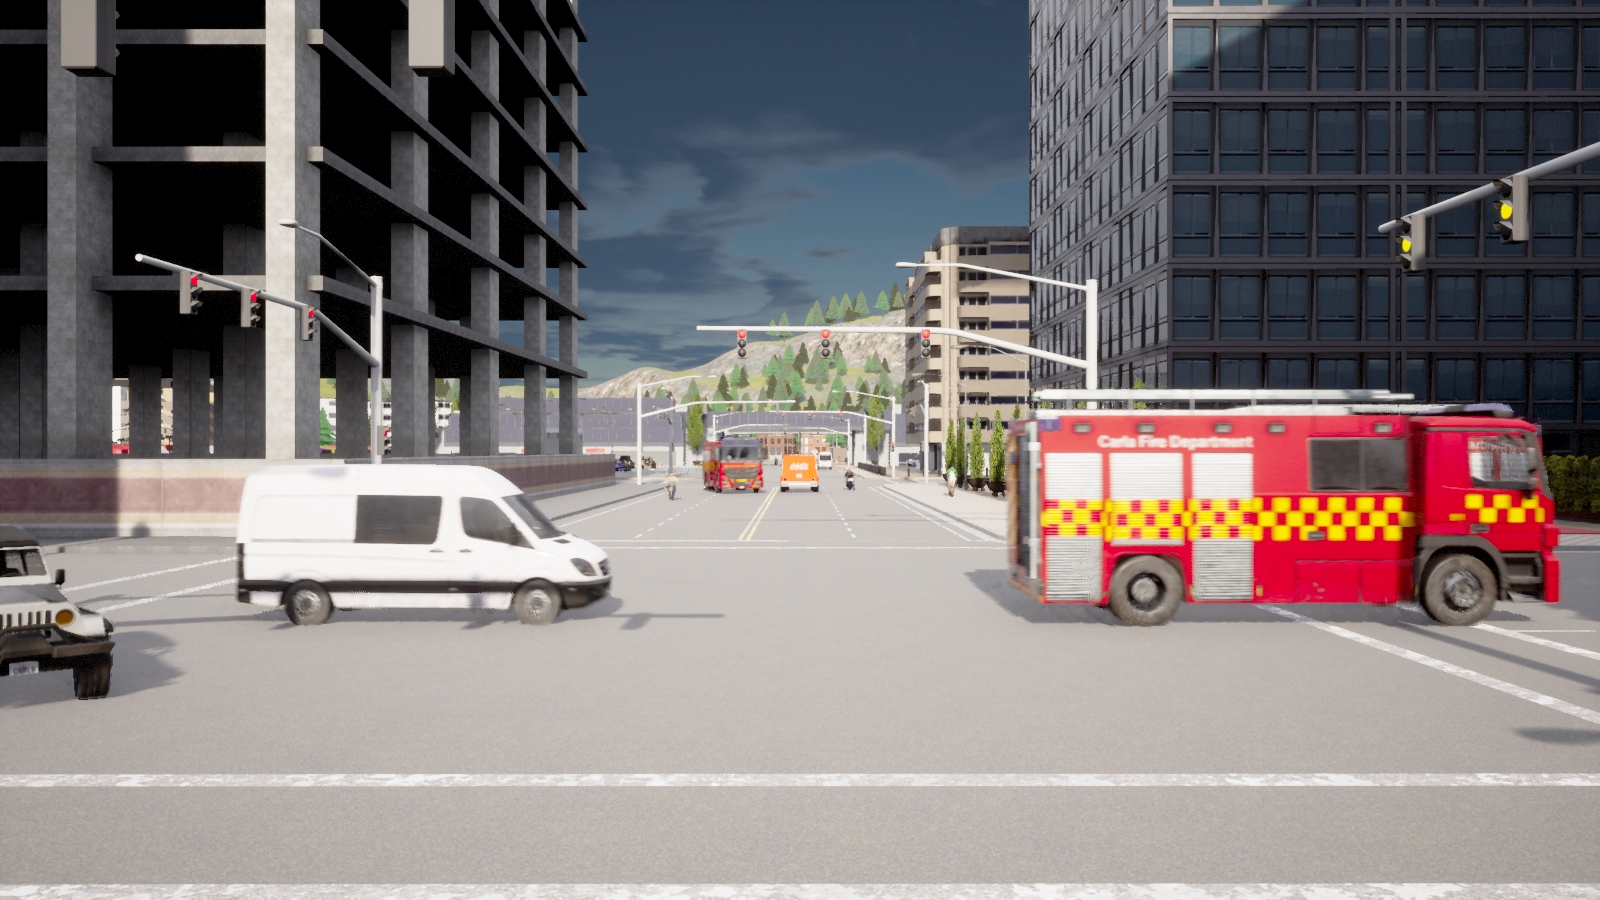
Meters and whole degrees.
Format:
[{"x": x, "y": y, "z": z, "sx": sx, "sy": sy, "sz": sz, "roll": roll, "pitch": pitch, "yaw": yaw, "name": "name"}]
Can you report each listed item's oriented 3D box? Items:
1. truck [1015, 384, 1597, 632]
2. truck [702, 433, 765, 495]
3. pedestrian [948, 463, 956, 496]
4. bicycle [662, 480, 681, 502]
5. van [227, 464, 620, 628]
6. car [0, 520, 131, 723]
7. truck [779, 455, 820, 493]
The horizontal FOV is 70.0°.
[{"x": 8.112, "y": 0.889, "z": 19.112, "sx": 8.468, "sy": 3.827, "sz": 2.891, "roll": 0, "pitch": 0, "yaw": -1, "name": "truck"}, {"x": -4.473, "y": 0.886, "z": 75.402, "sx": 2.891, "sy": 3.827, "sz": 8.468, "roll": 0, "pitch": 0, "yaw": -12, "name": "truck"}, {"x": 8.674, "y": 1.693, "z": 65.253, "sx": 0.375, "sy": 1.860, "sz": 0.375, "roll": 0, "pitch": 0, "yaw": -1, "name": "pedestrian"}, {"x": -7.043, "y": 2.230, "z": 62.543, "sx": 0.859, "sy": 1.126, "sz": 1.487, "roll": 0, "pitch": 0, "yaw": 0, "name": "bicycle"}, {"x": -6.131, "y": 1.533, "z": 19.143, "sx": 5.915, "sy": 2.561, "sz": 1.988, "roll": 0, "pitch": 0, "yaw": -1, "name": "van"}, {"x": -9.500, "y": 1.857, "z": 13.141, "sx": 3.866, "sy": 1.878, "sz": 1.905, "roll": 0, "pitch": -1, "yaw": 40, "name": "car"}, {"x": -0.023, "y": 1.564, "z": 76.782, "sx": 2.627, "sy": 2.467, "sz": 5.204, "roll": 0, "pitch": 0, "yaw": 0, "name": "truck"}]
